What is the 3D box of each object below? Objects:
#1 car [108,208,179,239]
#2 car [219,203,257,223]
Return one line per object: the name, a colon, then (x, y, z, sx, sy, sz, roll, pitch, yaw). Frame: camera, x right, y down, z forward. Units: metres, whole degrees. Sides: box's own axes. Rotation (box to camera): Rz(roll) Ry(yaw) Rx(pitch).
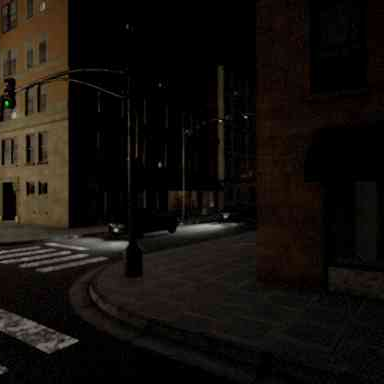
car: (-2.540, 1.664, 18.693, 1.812, 1.442, 4.674, 0, -1, 34)
car: (4.054, 1.693, 28.002, 2.128, 1.511, 4.902, 0, -1, 35)
